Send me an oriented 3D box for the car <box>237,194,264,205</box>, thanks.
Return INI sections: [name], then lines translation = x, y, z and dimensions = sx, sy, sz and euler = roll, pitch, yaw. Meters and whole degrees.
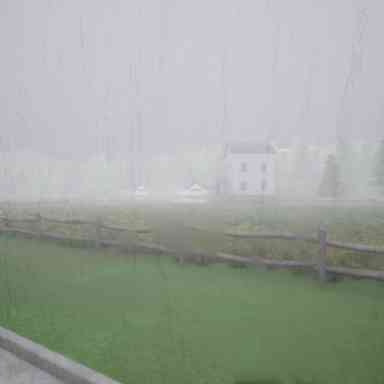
[car]
translation = 10.258, 1.359, 58.742
dimensions = 4.605, 1.855, 1.932
euler = 0, 0, 35
